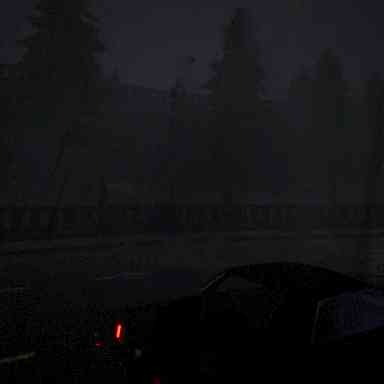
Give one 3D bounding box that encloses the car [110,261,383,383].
[{"bbox_3d":[1.531,1.601,4.157,4.718,1.301,1.895,0,0,-27],"label":"car"}]
